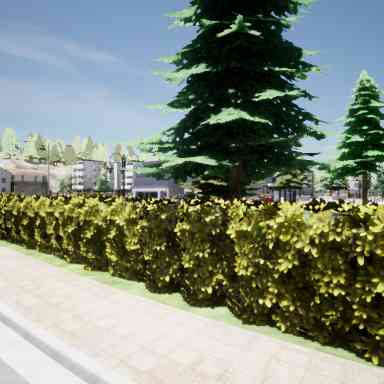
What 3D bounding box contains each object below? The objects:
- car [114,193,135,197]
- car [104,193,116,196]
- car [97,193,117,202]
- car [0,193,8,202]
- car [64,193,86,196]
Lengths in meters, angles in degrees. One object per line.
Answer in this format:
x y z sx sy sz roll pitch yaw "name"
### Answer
-10.069 1.384 53.354 1.970 1.475 3.806 0 0 44 "car"
-15.867 1.097 69.694 1.932 1.855 4.605 0 0 44 "car"
-18.225 1.077 71.441 1.905 1.878 3.866 0 0 44 "car"
-41.776 1.097 70.259 1.932 1.855 4.605 0 0 44 "car"
-27.331 1.153 80.428 2.152 1.636 5.027 0 0 44 "car"
